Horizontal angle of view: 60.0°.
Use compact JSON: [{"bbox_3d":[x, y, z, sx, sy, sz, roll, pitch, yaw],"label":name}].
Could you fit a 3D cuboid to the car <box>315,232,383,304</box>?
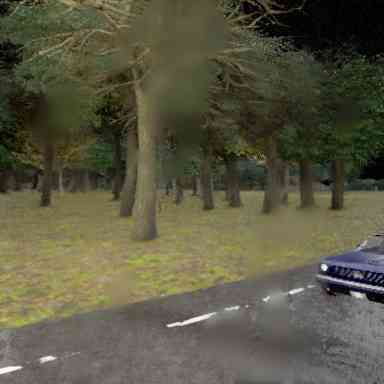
[{"bbox_3d":[4.847,1.622,7.602,4.718,1.301,1.895,0,0,-38],"label":"car"}]
